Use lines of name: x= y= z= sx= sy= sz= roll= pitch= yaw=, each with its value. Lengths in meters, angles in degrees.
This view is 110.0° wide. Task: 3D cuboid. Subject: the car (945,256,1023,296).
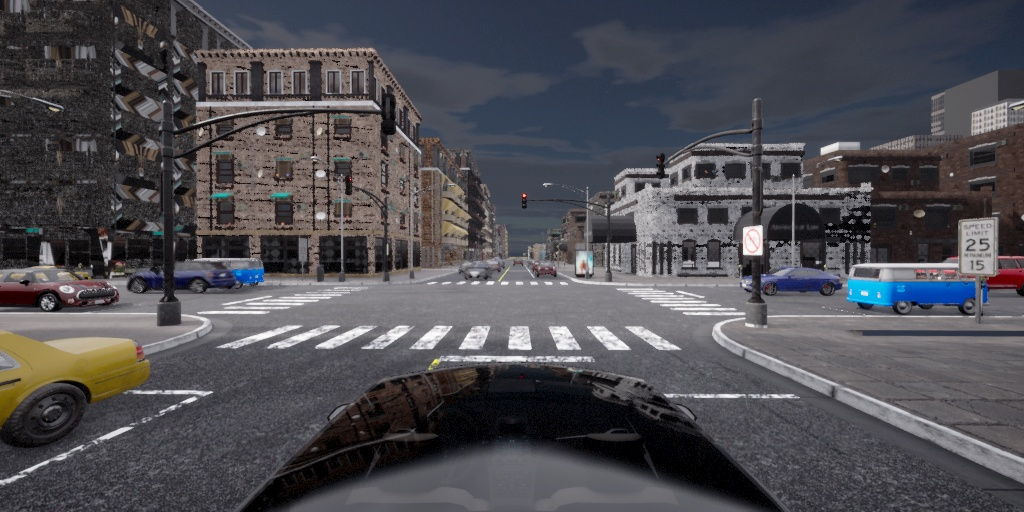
car: x=24.354 y=1.019 z=18.900 sx=5.566 sy=2.045 sz=2.150 roll=0 pitch=0 yaw=0

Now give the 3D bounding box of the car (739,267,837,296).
car: x=14.691 y=1.298 z=18.993 sx=4.674 sy=1.442 sz=1.812 roll=0 pitch=0 yaw=2

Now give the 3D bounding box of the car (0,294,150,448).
car: x=-5.680 y=1.275 z=2.623 sx=1.751 sy=1.417 sz=4.829 roll=0 pitch=0 yaw=1

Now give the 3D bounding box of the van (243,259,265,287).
van: x=-17.426 y=1.030 z=21.903 sx=3.998 sy=1.789 sz=1.690 roll=0 pitch=0 yaw=1

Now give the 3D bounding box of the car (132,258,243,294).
car: x=-17.780 y=1.058 z=19.399 sx=4.553 sy=1.767 sz=2.097 roll=0 pitch=0 yaw=-1

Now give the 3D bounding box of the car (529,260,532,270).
car: x=3.454 y=1.347 z=46.503 sx=1.802 sy=1.307 sz=4.207 roll=0 pitch=0 yaw=1

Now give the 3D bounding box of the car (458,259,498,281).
car: x=-2.739 y=1.244 z=30.213 sx=2.128 sy=1.511 sz=4.902 roll=0 pitch=0 yaw=4

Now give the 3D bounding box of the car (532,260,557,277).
car: x=3.259 y=1.195 z=35.111 sx=1.967 sy=1.591 sz=4.097 roll=0 pitch=0 yaw=1

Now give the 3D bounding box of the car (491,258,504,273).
car: x=-2.371 y=1.289 z=44.337 sx=1.812 sy=1.442 sz=4.674 roll=0 pitch=0 yaw=1

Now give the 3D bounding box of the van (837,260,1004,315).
van: x=14.851 y=1.156 z=13.208 sx=3.998 sy=1.789 sz=1.690 roll=0 pitch=0 yaw=1

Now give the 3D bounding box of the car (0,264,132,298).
car: x=-17.526 y=1.190 z=13.523 sx=4.097 sy=1.591 sz=1.967 roll=0 pitch=0 yaw=1

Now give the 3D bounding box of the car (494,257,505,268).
car: x=-2.125 y=1.269 z=57.581 sx=2.128 sy=1.511 sz=4.902 roll=0 pitch=0 yaw=1

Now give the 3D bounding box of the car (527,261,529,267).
car: x=3.552 y=1.321 z=52.199 sx=2.007 sy=1.370 sz=4.403 roll=0 pitch=0 yaw=1
